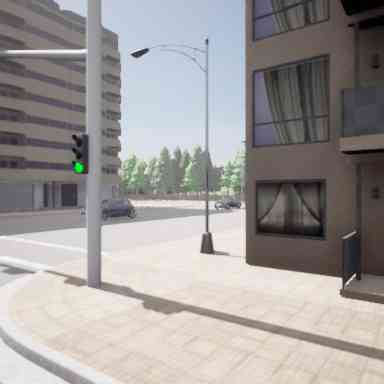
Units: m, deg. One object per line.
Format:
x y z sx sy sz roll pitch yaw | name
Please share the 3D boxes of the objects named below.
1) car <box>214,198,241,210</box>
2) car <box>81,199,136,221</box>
4.682 1.504 43.380 2.128 1.511 4.902 0 0 35 | car
-6.767 1.360 27.199 2.097 1.767 4.553 0 0 35 | car
